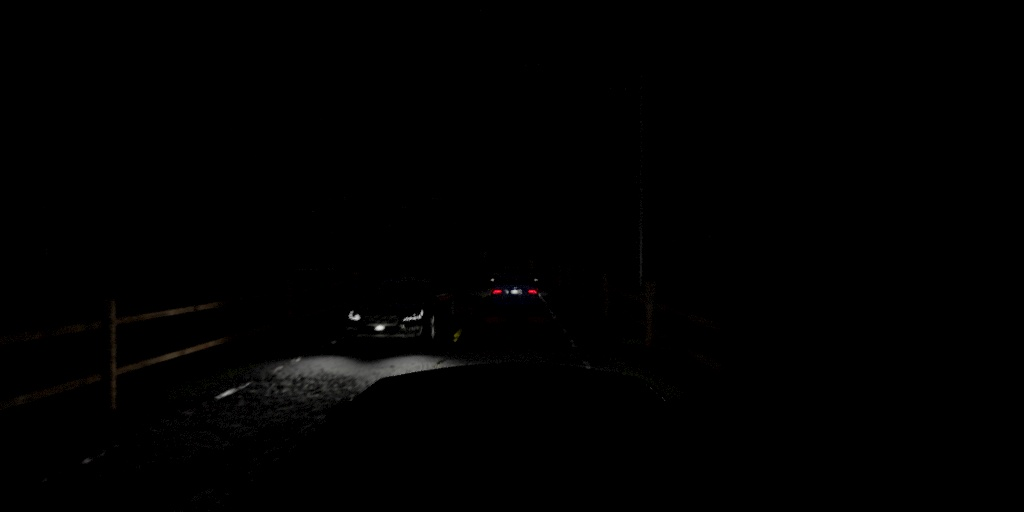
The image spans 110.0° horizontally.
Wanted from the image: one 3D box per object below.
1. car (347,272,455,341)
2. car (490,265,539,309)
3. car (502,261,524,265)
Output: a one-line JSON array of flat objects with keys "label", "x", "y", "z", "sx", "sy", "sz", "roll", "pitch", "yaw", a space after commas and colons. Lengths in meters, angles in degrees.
[{"label": "car", "x": -2.750, "y": 1.239, "z": 9.888, "sx": 1.837, "sy": 1.490, "sz": 4.892, "roll": 0, "pitch": 0, "yaw": 0}, {"label": "car", "x": 0.098, "y": 1.273, "z": 14.774, "sx": 2.033, "sy": 1.411, "sz": 5.357, "roll": 0, "pitch": 0, "yaw": 0}, {"label": "car", "x": 0.101, "y": 1.196, "z": 35.756, "sx": 1.837, "sy": 1.490, "sz": 4.892, "roll": 0, "pitch": 0, "yaw": 0}]
